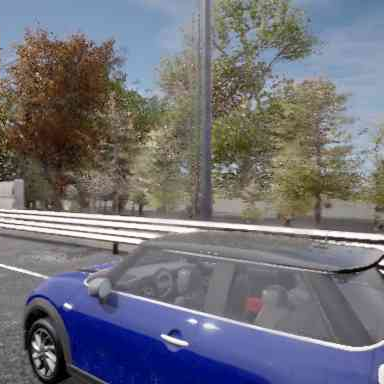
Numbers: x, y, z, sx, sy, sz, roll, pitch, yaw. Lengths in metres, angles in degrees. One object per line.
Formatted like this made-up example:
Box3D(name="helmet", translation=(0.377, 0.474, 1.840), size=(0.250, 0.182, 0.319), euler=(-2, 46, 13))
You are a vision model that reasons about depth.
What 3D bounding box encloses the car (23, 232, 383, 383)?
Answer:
Box3D(name="car", translation=(0.040, 1.242, 3.757), size=(4.553, 1.767, 2.097), euler=(0, 0, 37))
